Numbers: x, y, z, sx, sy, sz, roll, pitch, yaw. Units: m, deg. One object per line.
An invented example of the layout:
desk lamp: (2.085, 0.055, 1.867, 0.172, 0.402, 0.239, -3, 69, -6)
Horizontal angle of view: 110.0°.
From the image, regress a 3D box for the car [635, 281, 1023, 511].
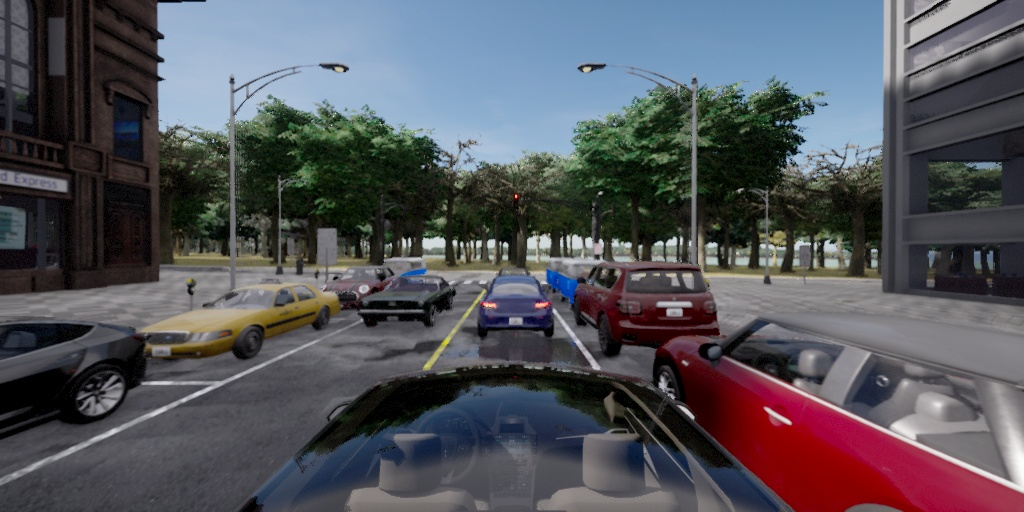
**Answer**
car: (2.762, 1.182, 3.044, 1.967, 1.591, 4.097, 0, 0, 0)

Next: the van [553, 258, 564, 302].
van: (2.758, 1.021, 13.919, 1.690, 1.789, 3.998, 0, 0, 0)

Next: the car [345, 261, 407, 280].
car: (-5.767, 1.120, 13.916, 1.967, 1.591, 4.097, 0, 0, 0)

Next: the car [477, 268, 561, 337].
car: (0.096, 1.228, 10.015, 1.812, 1.442, 4.674, 0, 0, 0)

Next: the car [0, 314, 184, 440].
car: (-5.763, 1.308, 3.041, 1.948, 1.339, 4.313, 0, 0, 0)

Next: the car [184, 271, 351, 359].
car: (-5.765, 1.237, 8.309, 1.751, 1.417, 4.829, 0, 0, 0)

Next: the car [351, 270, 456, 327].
car: (-3.054, 1.295, 11.406, 1.895, 1.301, 4.718, 0, 0, 0)

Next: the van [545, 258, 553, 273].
van: (2.756, 0.990, 19.357, 1.690, 1.789, 3.998, 0, 0, 0)

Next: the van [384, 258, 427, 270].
van: (-5.769, 0.990, 19.354, 1.690, 1.789, 3.998, 0, 0, 0)

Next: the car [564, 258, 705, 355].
car: (2.760, 1.026, 8.482, 2.192, 1.841, 5.009, 0, 0, 0)
